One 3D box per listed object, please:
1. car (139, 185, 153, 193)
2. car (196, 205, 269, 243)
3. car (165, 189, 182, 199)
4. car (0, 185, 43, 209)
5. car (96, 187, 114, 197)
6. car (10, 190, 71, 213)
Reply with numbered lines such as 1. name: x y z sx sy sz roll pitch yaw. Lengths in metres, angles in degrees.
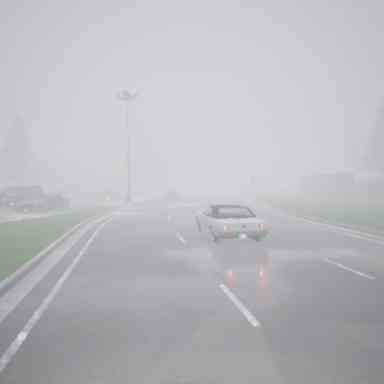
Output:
1. car: -9.428 -0.663 68.433 2.097 1.767 4.553 0 2 3
2. car: 1.396 1.169 13.667 1.895 1.301 4.718 -1 2 -10
3. car: -2.418 0.275 43.991 1.895 1.301 4.718 0 2 3
4. car: -14.934 0.453 28.871 2.150 2.045 5.566 0 2 4
5. car: -13.697 0.021 52.762 1.812 1.442 4.674 0 2 3
6. car: -11.618 0.827 26.470 2.033 1.411 5.357 0 2 6
